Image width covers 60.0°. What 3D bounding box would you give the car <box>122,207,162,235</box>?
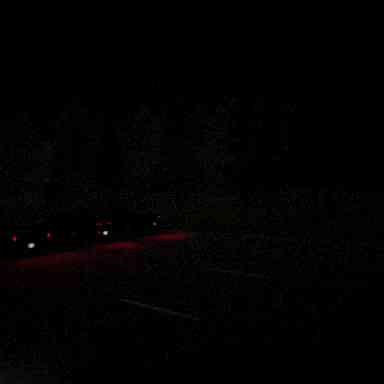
[{"bbox_3d":[-4.059,1.612,19.668,5.008,1.535,1.882,0,0,36],"label":"car"}]

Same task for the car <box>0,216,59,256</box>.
[{"bbox_3d":[-7.820,1.731,13.749,4.718,1.301,1.895,-1,0,36],"label":"car"}]

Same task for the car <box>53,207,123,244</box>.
[{"bbox_3d":[-5.950,1.640,16.717,4.892,1.490,1.837,0,0,36],"label":"car"}]
